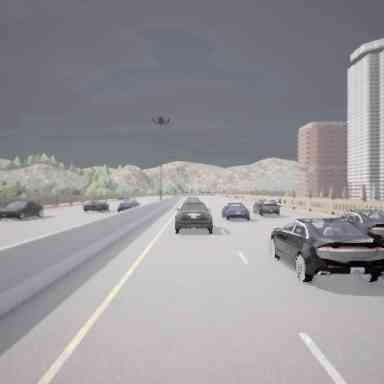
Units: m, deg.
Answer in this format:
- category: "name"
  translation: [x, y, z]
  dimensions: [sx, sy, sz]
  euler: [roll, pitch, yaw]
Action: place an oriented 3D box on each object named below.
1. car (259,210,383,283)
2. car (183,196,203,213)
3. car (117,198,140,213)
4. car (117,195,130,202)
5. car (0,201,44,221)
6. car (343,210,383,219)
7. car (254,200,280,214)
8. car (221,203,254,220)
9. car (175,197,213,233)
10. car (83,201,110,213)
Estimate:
- category: "car"
  translation: [3.600, 1.492, 9.661]
  dimensions: [2.128, 1.511, 4.902]
  euler: [0, 0, 0]
- category: "car"
  translation: [0.102, 1.366, 37.966]
  dimensions: [2.097, 1.767, 4.553]
  euler: [0, 0, 0]
- category: "car"
  translation: [-7.083, 1.562, 37.762]
  dimensions: [2.033, 1.411, 5.357]
  euler: [0, 0, 0]
- category: "car"
  translation: [-14.373, 1.359, 70.064]
  dimensions: [1.895, 1.301, 4.718]
  euler: [0, 0, -2]
- category: "car"
  translation: [-14.093, 1.487, 27.520]
  dimensions: [1.882, 1.535, 5.008]
  euler: [0, 0, 0]
- category: "car"
  translation: [7.101, 1.494, 13.888]
  dimensions: [2.128, 1.511, 4.902]
  euler: [0, 0, 0]
- category: "car"
  translation: [7.101, 1.503, 32.139]
  dimensions: [2.128, 1.511, 4.902]
  euler: [0, 0, 0]
- category: "car"
  translation: [3.602, 1.573, 27.935]
  dimensions: [1.994, 1.385, 4.181]
  euler: [0, 0, 0]
- category: "car"
  translation: [0.100, 1.357, 19.993]
  dimensions: [2.097, 1.767, 4.553]
  euler: [0, 0, 0]
- category: "car"
  translation: [-10.587, 1.614, 36.990]
  dimensions: [1.895, 1.301, 4.718]
  euler: [0, 0, 0]
